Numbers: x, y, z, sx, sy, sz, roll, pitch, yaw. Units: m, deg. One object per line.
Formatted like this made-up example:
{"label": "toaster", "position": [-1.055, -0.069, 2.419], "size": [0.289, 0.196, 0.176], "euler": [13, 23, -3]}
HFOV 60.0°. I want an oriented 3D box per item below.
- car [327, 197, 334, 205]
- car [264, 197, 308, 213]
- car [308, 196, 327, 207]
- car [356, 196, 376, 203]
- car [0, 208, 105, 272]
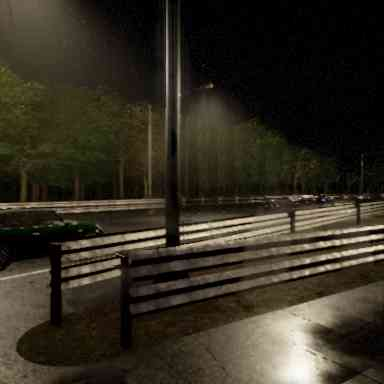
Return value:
{"label": "car", "position": [19.529, 1.279, 49.496], "size": [1.994, 1.385, 4.181], "euler": [0, 0, 44]}
{"label": "car", "position": [9.205, 1.359, 33.161], "size": [2.033, 1.411, 5.357], "euler": [0, 0, 42]}
{"label": "car", "position": [16.472, 1.338, 46.209], "size": [1.895, 1.301, 4.718], "euler": [0, 1, 45]}
{"label": "car", "position": [27.347, 1.261, 52.224], "size": [4.181, 1.385, 1.994], "euler": [0, 0, -45]}
{"label": "car", "position": [-5.074, 1.307, 10.926], "size": [2.097, 1.767, 4.553], "euler": [0, 1, 38]}
